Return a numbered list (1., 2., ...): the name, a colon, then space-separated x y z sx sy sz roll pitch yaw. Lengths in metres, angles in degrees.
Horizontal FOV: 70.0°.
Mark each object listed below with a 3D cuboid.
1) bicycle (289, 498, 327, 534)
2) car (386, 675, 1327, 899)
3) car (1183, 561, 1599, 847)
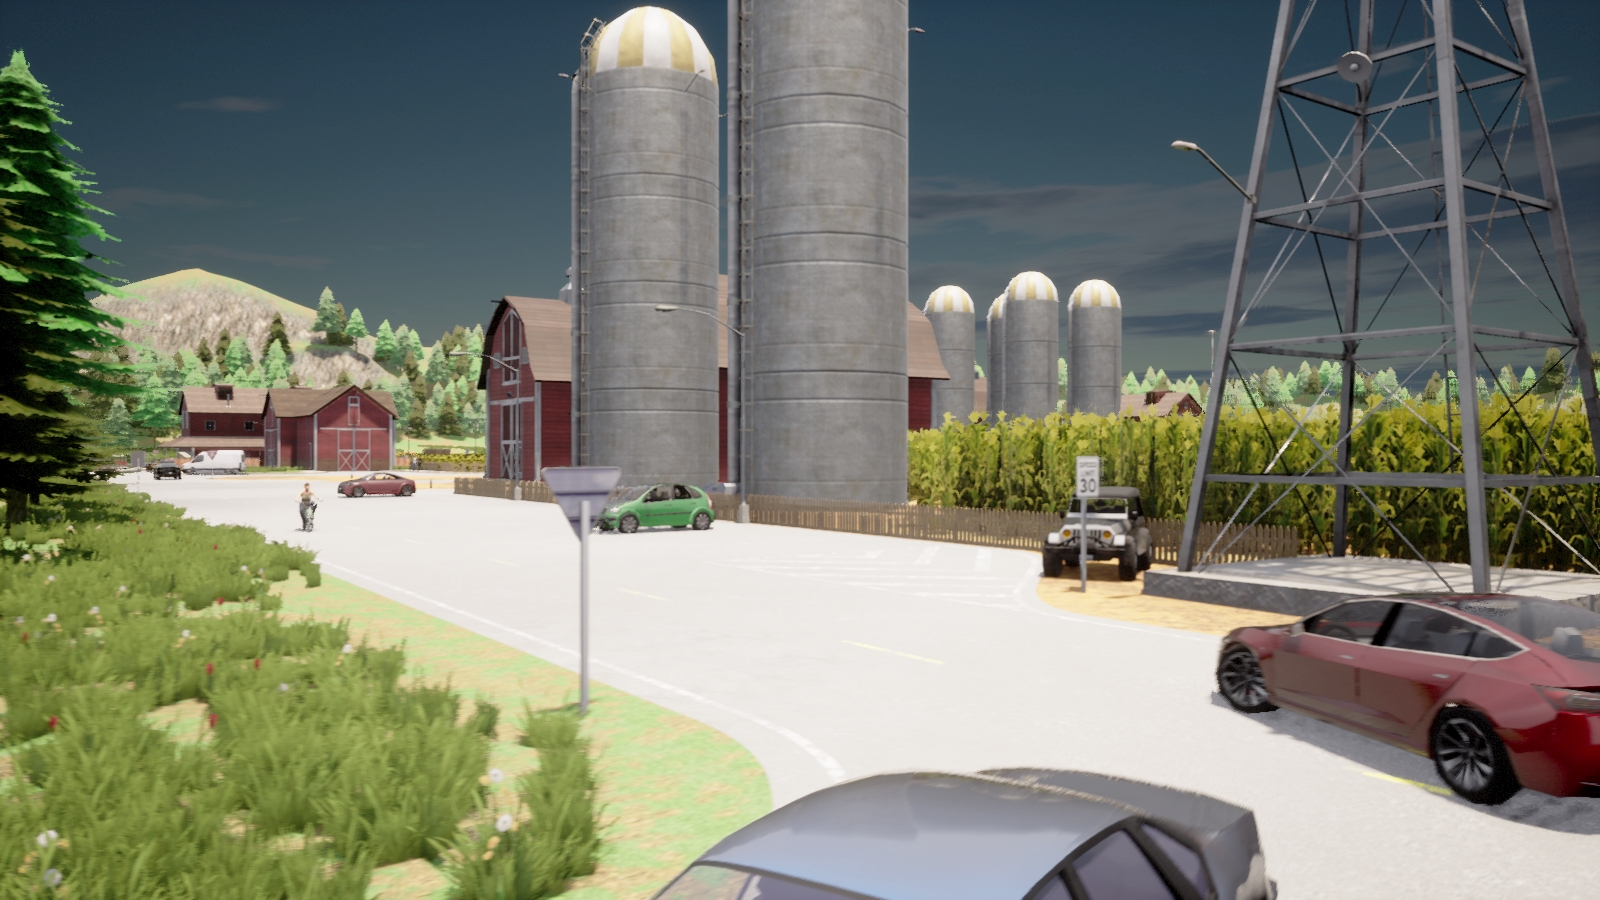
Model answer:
1. bicycle: -15.988 2.120 37.111 0.859 1.080 1.487 0 0 -34
2. car: 0.376 2.100 4.222 2.033 1.411 5.357 0 0 34
3. car: 5.829 2.022 10.552 2.163 1.488 4.792 0 0 -12
